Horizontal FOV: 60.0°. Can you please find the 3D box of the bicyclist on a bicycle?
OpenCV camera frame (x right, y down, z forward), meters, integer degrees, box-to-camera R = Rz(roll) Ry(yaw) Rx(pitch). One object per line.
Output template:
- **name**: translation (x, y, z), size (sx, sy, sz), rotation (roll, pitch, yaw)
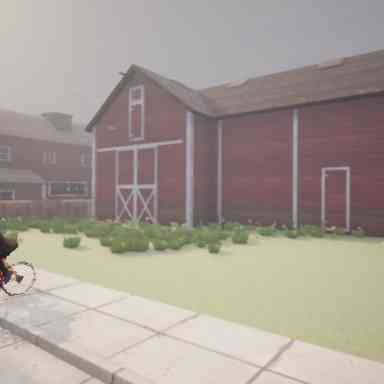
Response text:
- **bicyclist on a bicycle**: translation (-3.775, 1.313, 6.264), size (0.582, 1.620, 1.656), rotation (0, 5, 37)
